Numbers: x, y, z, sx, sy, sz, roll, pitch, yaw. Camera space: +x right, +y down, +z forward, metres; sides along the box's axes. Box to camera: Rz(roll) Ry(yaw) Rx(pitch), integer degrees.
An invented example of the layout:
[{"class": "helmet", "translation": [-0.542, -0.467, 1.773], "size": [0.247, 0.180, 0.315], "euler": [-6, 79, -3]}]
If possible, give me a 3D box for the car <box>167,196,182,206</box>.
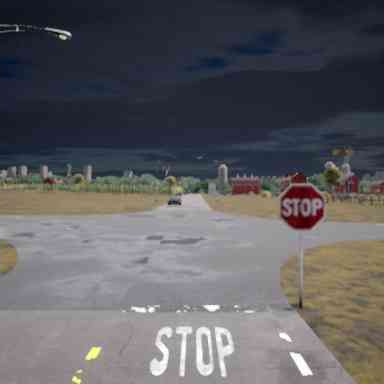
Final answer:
[{"class": "car", "translation": [-2.320, 1.244, 45.111], "size": [1.895, 1.301, 4.718], "euler": [0, 1, 1]}]
